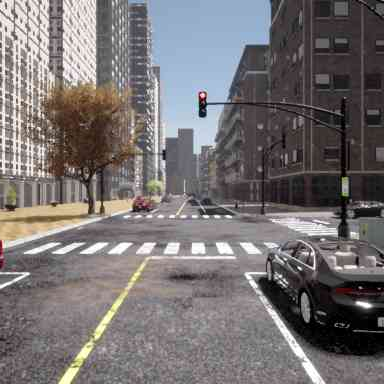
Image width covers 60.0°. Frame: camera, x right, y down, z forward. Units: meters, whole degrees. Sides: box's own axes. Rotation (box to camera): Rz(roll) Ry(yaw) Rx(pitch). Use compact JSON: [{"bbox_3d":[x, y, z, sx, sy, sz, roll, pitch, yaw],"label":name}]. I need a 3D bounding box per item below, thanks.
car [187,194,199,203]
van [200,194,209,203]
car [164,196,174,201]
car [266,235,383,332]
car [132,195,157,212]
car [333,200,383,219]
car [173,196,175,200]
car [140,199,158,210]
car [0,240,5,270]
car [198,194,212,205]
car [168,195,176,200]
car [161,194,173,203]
[{"bbox_3d":[-0.020,1.656,68.907,1.895,1.301,4.718,0,0,0],"label":"car"},{"bbox_3d":[2.669,1.402,72.278,1.690,1.788,3.998,0,0,0],"label":"van"},{"bbox_3d":[-5.715,1.632,83.321,2.008,1.369,4.403,0,0,0],"label":"car"},{"bbox_3d":[2.688,1.551,6.752,2.008,1.369,4.403,0,0,0],"label":"car"},{"bbox_3d":[-5.702,1.336,39.138,2.192,1.841,5.009,0,0,0],"label":"car"},{"bbox_3d":[13.419,1.350,26.161,4.403,1.369,2.008,-1,1,-1],"label":"car"},{"bbox_3d":[-5.713,1.385,77.798,2.192,1.841,5.009,0,0,0],"label":"car"},{"bbox_3d":[-5.704,1.592,44.661,1.947,1.339,4.313,0,0,0],"label":"car"},{"bbox_3d":[-5.692,1.545,6.750,1.887,1.381,4.507,0,0,0],"label":"car"},{"bbox_3d":[2.673,1.610,61.231,1.947,1.339,4.313,0,0,0],"label":"car"},{"bbox_3d":[-5.718,1.654,94.367,2.008,1.369,4.403,0,0,0],"label":"car"},{"bbox_3d":[-5.712,1.627,72.276,1.947,1.339,4.313,0,0,0],"label":"car"}]
